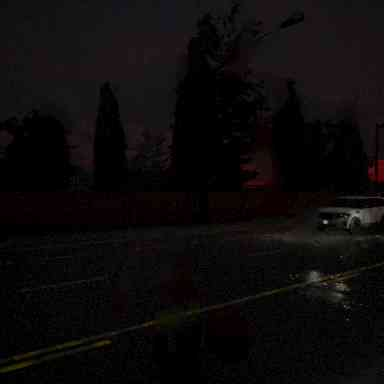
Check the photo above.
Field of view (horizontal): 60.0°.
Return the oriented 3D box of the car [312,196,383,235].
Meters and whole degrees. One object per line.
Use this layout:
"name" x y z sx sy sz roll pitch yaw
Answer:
"car" 9.315 1.247 19.270 5.566 2.045 2.150 0 0 -36
